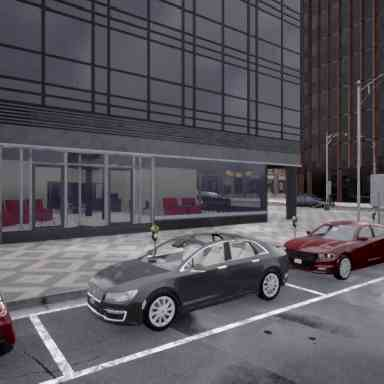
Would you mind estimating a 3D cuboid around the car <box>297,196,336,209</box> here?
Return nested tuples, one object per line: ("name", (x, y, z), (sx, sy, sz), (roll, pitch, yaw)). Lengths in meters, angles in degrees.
("car", (12.986, 1.135, 36.620), (2.033, 1.411, 5.357), (0, 1, -36))

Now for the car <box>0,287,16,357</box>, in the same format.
("car", (-4.306, 1.440, 3.578), (4.097, 1.590, 1.967), (0, 0, -36))

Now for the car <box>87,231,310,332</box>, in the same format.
("car", (0.135, 1.551, 6.750), (4.403, 1.369, 2.008), (0, 0, -36))

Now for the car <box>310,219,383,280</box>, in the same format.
("car", (4.575, 1.545, 9.922), (4.507, 1.381, 1.887), (0, 0, -36))
